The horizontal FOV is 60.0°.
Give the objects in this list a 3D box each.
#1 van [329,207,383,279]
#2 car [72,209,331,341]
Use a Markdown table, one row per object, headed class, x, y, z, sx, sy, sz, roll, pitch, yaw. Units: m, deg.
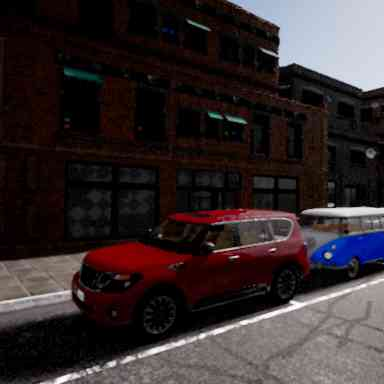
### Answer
| class | x | y | z | sx | sy | sz | roll | pitch | yaw |
| --- | --- | --- | --- | --- | --- | --- | --- | --- | --- |
| van | 4.696 | 1.370 | 9.871 | 3.998 | 1.788 | 1.690 | 0 | 1 | -35 |
| car | 0.289 | 1.328 | 6.737 | 5.009 | 1.841 | 2.192 | 0 | 1 | -35 |
